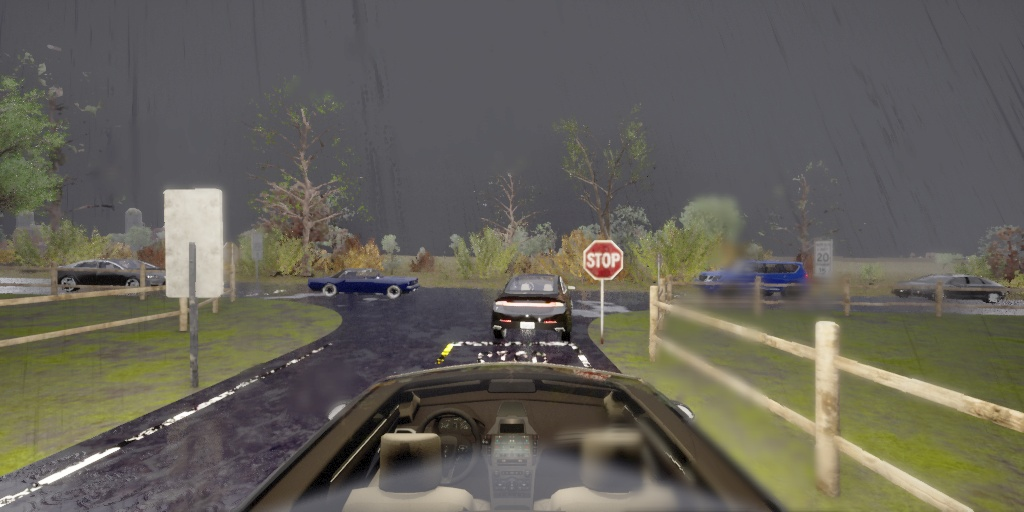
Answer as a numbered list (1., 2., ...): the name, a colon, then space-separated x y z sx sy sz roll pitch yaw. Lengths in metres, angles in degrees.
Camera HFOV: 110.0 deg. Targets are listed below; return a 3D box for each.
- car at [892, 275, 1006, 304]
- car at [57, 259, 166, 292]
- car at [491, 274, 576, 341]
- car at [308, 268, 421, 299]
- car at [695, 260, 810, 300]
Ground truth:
1. car: 24.067 1.777 19.853 4.892 1.490 1.837 2 1 0
2. car: -18.486 0.886 16.966 4.902 1.511 2.128 1 1 0
3. car: 0.709 1.240 9.914 2.128 1.511 4.902 0 0 9
4. car: -6.818 1.249 16.947 4.718 1.301 1.895 1 1 0
5. car: 13.252 1.261 19.865 5.566 2.045 2.150 1 1 0
